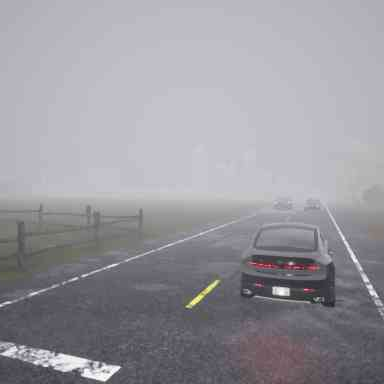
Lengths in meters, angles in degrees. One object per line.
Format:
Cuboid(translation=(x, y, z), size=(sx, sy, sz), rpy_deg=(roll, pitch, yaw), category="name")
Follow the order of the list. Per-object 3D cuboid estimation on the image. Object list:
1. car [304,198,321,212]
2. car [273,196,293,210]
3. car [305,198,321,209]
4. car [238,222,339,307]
Cuboid(translation=(14.213, 1.535, 39.107), size=(2.033, 1.411, 5.357), rpy_deg=(0, 0, 21), category="car")
Cuboid(translation=(11.650, 1.339, 42.308), size=(2.097, 1.767, 4.553), rpy_deg=(0, 0, 21), category="car")
Cuboid(translation=(16.982, 1.550, 46.494), size=(1.994, 1.385, 4.181), rpy_deg=(0, 0, 21), category="car")
Cuboid(translation=(2.429, 1.501, 8.126), size=(1.837, 1.490, 4.892), rpy_deg=(0, 0, 21), category="car")
